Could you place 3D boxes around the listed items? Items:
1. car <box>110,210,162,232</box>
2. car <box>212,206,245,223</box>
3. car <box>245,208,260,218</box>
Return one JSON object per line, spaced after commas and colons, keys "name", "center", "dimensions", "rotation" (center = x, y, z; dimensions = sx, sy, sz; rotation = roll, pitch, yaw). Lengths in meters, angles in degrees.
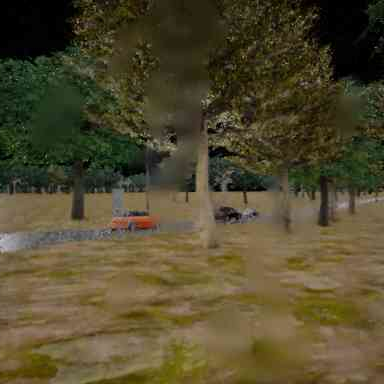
{"name": "car", "center": [-4.411, 2.277, 27.158], "dimensions": [2.097, 1.767, 4.553], "rotation": [-2, -3, 33]}
{"name": "car", "center": [3.979, 2.681, 40.179], "dimensions": [2.150, 2.045, 5.566], "rotation": [-2, -3, 33]}
{"name": "car", "center": [9.803, 3.500, 55.660], "dimensions": [2.128, 1.511, 4.902], "rotation": [-2, -3, 33]}
